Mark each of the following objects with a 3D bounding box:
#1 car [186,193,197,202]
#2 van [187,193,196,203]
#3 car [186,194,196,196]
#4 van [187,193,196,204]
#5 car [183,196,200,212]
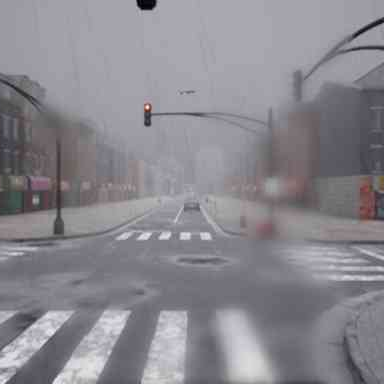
[{"bbox_3d":[-0.152,1.113,70.724,2.192,1.841,5.009,0,0,0],"label":"car"},{"bbox_3d":[-0.130,1.152,65.118,1.690,1.788,3.998,0,0,0],"label":"van"},{"bbox_3d":[-0.044,1.394,42.866,1.752,1.417,4.829,0,0,0],"label":"car"},{"bbox_3d":[-0.109,1.165,59.513,1.690,1.788,3.998,0,0,0],"label":"van"},{"bbox_3d":[-0.022,1.452,37.091,1.947,1.339,4.313,0,0,0],"label":"car"}]
